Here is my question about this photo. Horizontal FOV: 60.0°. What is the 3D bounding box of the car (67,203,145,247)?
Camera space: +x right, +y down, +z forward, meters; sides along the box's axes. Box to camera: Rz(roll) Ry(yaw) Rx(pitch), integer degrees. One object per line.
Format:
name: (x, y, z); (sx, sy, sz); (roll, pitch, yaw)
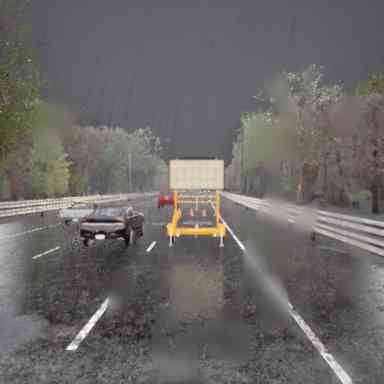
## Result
car: (-3.187, 1.335, 14.127); (2.128, 1.511, 4.902); (0, 1, 1)

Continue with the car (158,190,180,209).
car: (-2.605, 0.787, 38.007); (2.150, 2.045, 5.566); (0, 0, 1)

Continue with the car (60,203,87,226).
car: (-6.511, 1.340, 21.008); (1.895, 1.301, 4.718); (1, -1, 1)

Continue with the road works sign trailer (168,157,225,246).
road works sign trailer: (0.209, 0.304, 14.415); (2.380, 3.560, 2.880); (0, 1, 2)
